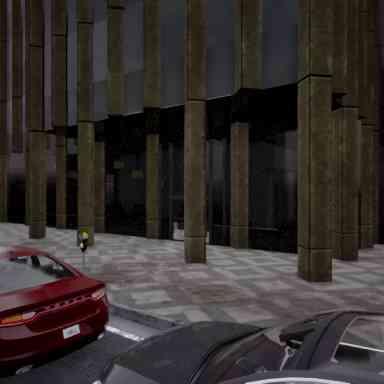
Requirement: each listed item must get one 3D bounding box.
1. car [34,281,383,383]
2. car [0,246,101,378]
[{"bbox_3d":[1.155,1.551,2.139,4.403,1.369,2.008,0,0,36],"label":"car"},{"bbox_3d":[-3.264,1.544,5.309,4.507,1.381,1.887,0,0,36],"label":"car"}]
